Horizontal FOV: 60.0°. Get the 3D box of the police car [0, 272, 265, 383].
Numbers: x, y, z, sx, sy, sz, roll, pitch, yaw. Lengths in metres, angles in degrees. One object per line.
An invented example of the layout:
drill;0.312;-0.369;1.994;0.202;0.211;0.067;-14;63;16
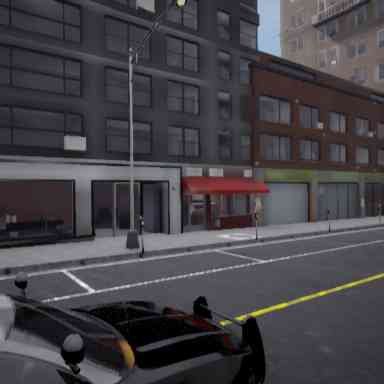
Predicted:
police car;-1.615;1.419;2.281;5.238;1.638;1.930;0;0;-35
